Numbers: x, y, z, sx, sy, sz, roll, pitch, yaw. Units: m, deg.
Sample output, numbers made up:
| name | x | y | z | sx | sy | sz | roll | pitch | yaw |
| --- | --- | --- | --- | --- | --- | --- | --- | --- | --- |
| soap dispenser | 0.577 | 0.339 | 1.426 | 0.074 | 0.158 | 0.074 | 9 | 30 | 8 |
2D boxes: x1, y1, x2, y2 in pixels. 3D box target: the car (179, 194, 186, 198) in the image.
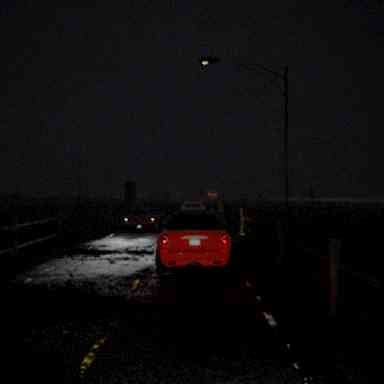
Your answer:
| name | x | y | z | sx | sy | sz | roll | pitch | yaw |
| --- | --- | --- | --- | --- | --- | --- | --- | --- | --- |
| car | -2.769 | 1.420 | 94.623 | 1.837 | 1.490 | 4.892 | 0 | 0 | 0 |

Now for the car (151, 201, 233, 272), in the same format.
| name | x | y | z | sx | sy | sz | roll | pitch | yaw |
| --- | --- | --- | --- | --- | --- | --- | --- | --- | --- |
| car | 0.077 | 1.326 | 10.854 | 2.097 | 1.767 | 4.553 | 0 | 0 | 0 |

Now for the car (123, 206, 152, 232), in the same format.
| name | x | y | z | sx | sy | sz | roll | pitch | yaw |
| --- | --- | --- | --- | --- | --- | --- | --- | --- | --- |
| car | -2.836 | 1.555 | 20.091 | 1.895 | 1.301 | 4.718 | 0 | 0 | 0 |

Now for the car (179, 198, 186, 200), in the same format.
| name | x | y | z | sx | sy | sz | roll | pitch | yaw |
| --- | --- | --- | --- | --- | --- | --- | --- | --- | --- |
| car | 0.069 | 1.424 | 24.547 | 1.882 | 1.535 | 5.008 | 0 | 0 | 0 |
